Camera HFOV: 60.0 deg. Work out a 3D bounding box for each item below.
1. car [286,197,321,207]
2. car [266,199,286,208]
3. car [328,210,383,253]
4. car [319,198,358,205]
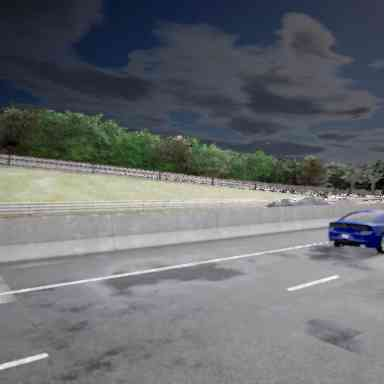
[{"bbox_3d":[12.454,1.332,35.061,4.553,1.767,2.097,0,0,-37],"label":"car"},{"bbox_3d":[10.339,1.543,37.849,4.181,1.385,1.994,0,0,-37],"label":"car"},{"bbox_3d":[7.636,1.475,13.727,5.008,1.535,1.882,0,0,-37],"label":"car"},{"bbox_3d":[14.763,1.506,32.420,4.674,1.442,1.812,0,0,-37],"label":"car"}]
